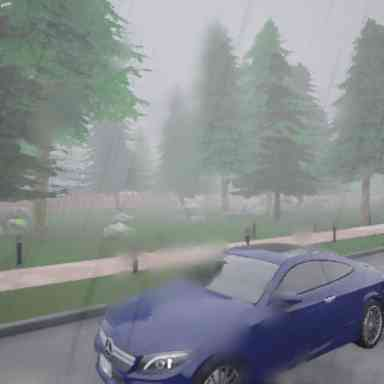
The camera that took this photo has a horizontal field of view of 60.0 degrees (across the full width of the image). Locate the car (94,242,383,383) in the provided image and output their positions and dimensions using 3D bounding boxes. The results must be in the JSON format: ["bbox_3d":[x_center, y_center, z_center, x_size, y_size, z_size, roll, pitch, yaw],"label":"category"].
[{"bbox_3d":[1.020,1.519,4.749,4.674,1.442,1.812,0,0,-35],"label":"car"}]
